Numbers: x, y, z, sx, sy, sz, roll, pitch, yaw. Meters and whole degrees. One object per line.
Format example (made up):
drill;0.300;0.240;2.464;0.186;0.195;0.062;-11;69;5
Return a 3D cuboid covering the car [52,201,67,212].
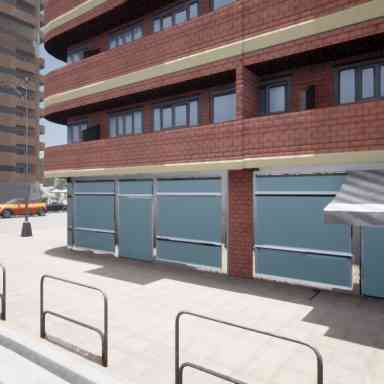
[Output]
car;-15.392;1.601;35.841;1.895;1.301;4.718;0;0;36

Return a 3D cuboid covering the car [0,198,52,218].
car;-15.505;1.352;29.755;2.097;1.767;4.553;0;0;36
